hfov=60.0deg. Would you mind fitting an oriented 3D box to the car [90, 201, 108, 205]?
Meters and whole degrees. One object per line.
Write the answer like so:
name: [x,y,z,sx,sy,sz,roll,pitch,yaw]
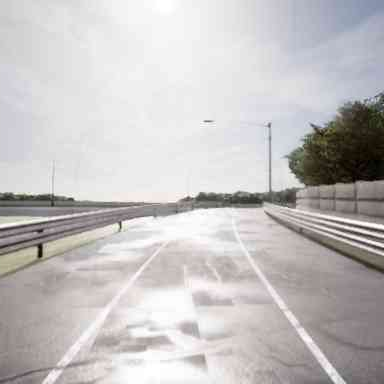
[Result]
car: [-21.498,2.840,76.909,4.181,1.385,1.994,1,-3,-21]
